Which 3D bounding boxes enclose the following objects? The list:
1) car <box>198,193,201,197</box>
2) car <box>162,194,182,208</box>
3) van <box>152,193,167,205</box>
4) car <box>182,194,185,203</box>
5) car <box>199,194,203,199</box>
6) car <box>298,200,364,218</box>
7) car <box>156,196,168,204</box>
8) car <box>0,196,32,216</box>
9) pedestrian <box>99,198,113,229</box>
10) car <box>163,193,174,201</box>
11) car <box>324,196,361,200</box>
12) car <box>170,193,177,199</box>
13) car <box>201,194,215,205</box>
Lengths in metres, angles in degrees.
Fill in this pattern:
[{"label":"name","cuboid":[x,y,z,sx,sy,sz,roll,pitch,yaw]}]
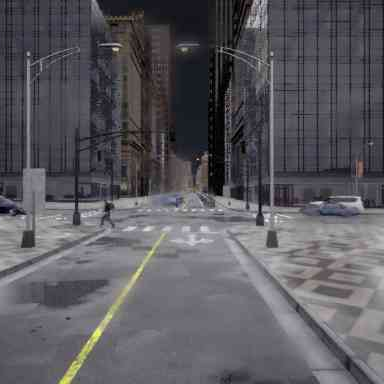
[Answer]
[{"label":"car","cuboid":[3.093,1.418,84.189,1.887,1.381,4.507,0,0,0]},{"label":"car","cuboid":[-2.911,1.433,48.500,1.882,1.535,5.008,0,0,0]},{"label":"van","cuboid":[-5.624,1.284,56.001,1.690,1.788,3.998,0,0,0]},{"label":"car","cuboid":[-2.829,1.502,58.459,1.994,1.385,4.181,0,0,1]},{"label":"car","cuboid":[3.015,1.487,72.891,1.802,1.307,4.206,0,0,0]},{"label":"car","cuboid":[13.138,1.734,31.944,5.357,1.411,2.033,1,0,0]},{"label":"car","cuboid":[-5.586,1.513,61.650,1.802,1.307,4.206,0,0,0]},{"label":"car","cuboid":[-16.317,1.135,28.669,4.553,1.767,2.097,1,0,0]},{"label":"pedestrian","cuboid":[-4.934,1.163,19.062,0.375,1.860,0.375,0,0,0]},{"label":"car","cuboid":[-5.469,1.205,78.595,2.192,1.841,5.009,0,0,0]},{"label":"car","cuboid":[15.158,1.447,35.178,5.566,2.045,2.150,1,0,0]},{"label":"car","cuboid":[-5.355,1.179,95.436,1.690,1.788,3.998,0,0,0]},{"label":"car","cuboid":[2.901,1.508,55.944,1.947,1.339,4.313,0,0,0]}]
